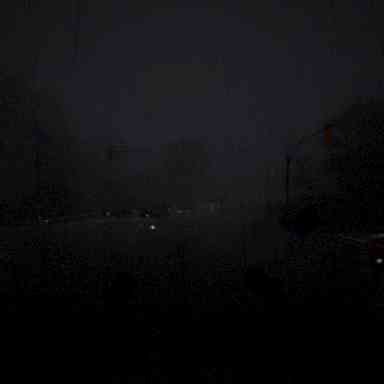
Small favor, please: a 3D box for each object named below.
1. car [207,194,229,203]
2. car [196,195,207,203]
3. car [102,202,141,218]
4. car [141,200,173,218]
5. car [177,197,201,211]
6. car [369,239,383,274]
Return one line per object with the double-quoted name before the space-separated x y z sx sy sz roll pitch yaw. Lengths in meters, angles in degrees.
"car" 5.111 1.166 59.974 2.033 1.411 5.357 0 3 25
"car" 1.735 1.179 61.048 2.033 1.411 5.357 0 3 25
"car" -7.473 1.825 34.146 2.128 1.511 4.902 0 0 13
"car" -3.758 1.900 34.924 2.033 1.411 5.357 0 0 13
"car" -0.622 1.763 45.838 1.994 1.385 4.181 0 2 18
"car" 7.367 1.662 8.697 5.008 1.535 1.882 0 -1 0
